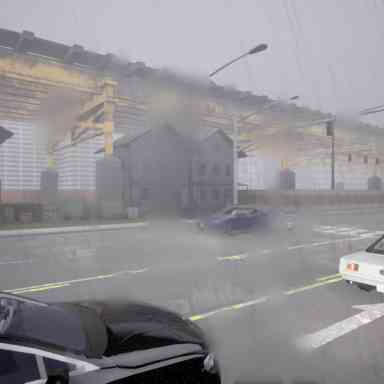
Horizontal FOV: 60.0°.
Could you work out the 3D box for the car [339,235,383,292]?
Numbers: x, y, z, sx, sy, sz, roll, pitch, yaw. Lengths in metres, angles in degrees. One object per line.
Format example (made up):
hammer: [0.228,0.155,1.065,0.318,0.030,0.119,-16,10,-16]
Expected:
car: [5.565,1.601,7.740,4.718,1.301,1.895,0,0,-35]

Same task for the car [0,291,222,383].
car: [-1.951,1.492,2.354,4.902,1.511,2.128,0,0,-35]

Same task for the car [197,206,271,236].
car: [2.474,1.526,18.636,4.674,1.442,1.812,0,0,-35]
